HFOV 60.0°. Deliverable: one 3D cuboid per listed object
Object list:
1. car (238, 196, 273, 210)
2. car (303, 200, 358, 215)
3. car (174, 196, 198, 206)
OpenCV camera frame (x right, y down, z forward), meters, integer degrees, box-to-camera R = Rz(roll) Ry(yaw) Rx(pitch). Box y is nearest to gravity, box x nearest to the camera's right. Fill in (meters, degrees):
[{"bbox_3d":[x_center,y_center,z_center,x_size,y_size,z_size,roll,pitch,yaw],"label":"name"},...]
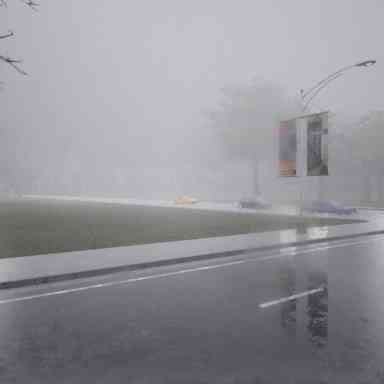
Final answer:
[{"bbox_3d":[7.930,1.321,41.725,2.097,1.767,4.553,0,0,-36],"label":"car"},{"bbox_3d":[13.771,1.551,33.732,2.033,1.411,5.357,0,0,-36],"label":"car"},{"bbox_3d":[-1.014,1.402,53.993,1.882,1.535,5.008,0,0,-36],"label":"car"}]
